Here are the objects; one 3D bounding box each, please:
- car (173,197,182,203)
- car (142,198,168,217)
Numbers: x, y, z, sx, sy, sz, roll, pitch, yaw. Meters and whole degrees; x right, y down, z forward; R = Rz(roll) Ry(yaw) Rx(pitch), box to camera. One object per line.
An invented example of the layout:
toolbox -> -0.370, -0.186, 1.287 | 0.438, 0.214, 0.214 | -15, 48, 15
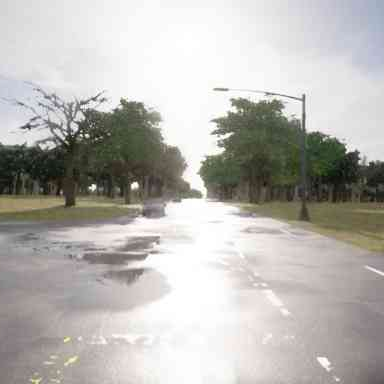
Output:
car -> -3.408, 1.853, 76.028 | 1.895, 1.301, 4.718 | 0, 0, 1
car -> -3.506, 1.416, 31.906 | 2.097, 1.767, 4.553 | 0, 0, 0
